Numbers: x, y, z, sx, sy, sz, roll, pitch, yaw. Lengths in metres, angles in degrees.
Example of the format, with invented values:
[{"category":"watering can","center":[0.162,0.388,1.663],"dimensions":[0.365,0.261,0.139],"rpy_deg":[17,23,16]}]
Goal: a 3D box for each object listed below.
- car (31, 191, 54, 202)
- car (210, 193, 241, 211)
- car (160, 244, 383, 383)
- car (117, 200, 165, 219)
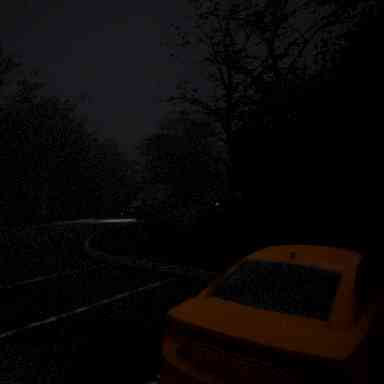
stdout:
[{"category":"car","center":[-25.498,0.869,54.408],"dimensions":[2.150,2.045,5.566],"rpy_deg":[-3,-1,35]},{"category":"car","center":[3.514,1.080,33.217],"dimensions":[1.994,1.385,4.181],"rpy_deg":[-3,-1,35]},{"category":"car","center":[1.673,1.478,4.615],"dimensions":[2.097,1.535,5.008],"rpy_deg":[0,0,36]},{"category":"car","center":[-4.213,1.395,28.181],"dimensions":[1.812,1.442,4.674],"rpy_deg":[-3,-1,35]}]
